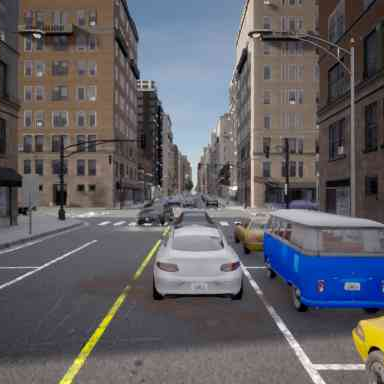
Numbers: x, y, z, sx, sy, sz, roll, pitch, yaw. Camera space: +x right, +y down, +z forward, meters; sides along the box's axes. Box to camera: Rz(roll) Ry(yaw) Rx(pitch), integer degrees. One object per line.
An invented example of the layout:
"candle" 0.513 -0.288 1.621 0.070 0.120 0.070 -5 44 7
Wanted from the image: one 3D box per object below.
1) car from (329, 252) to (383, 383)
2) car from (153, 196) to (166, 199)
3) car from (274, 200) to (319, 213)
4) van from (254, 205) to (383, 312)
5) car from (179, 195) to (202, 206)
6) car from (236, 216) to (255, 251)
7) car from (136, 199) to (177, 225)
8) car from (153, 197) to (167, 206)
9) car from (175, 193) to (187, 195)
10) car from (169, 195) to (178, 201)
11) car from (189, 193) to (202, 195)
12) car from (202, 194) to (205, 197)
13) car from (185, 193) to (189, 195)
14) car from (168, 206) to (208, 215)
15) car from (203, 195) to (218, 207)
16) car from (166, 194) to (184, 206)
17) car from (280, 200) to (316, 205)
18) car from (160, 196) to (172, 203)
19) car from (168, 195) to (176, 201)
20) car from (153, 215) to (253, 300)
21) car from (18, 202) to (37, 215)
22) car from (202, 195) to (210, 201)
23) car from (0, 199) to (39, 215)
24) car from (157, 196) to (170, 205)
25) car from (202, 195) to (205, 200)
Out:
"car" 2.679 1.526 1.905 1.752 1.417 4.829 1 0 0
"car" -5.458 1.587 50.863 1.802 1.307 4.206 1 0 1
"car" 12.180 1.670 38.813 4.674 1.442 1.812 0 -1 1
"van" 2.689 1.342 7.409 1.690 1.788 3.998 1 0 0
"car" -0.148 1.552 49.060 2.033 1.411 5.357 0 0 7
"car" 2.696 1.527 13.252 1.752 1.417 4.829 1 0 0
"car" -2.601 1.509 23.884 1.837 1.490 4.892 -2 0 7
"car" -5.379 1.571 56.392 1.947 1.339 4.313 1 0 1
"car" -2.515 1.482 61.849 1.882 1.535 5.008 0 0 1
"car" -4.905 1.565 89.564 1.947 1.339 4.313 1 0 1
"car" 0.781 1.541 78.056 2.033 1.411 5.357 0 0 1
"car" 3.225 1.554 61.805 2.008 1.369 4.403 1 0 1
"car" -2.306 1.358 71.976 2.097 1.767 4.553 0 0 1
"car" 0.115 1.566 15.594 1.994 1.385 4.181 0 0 0
"car" 3.067 1.570 50.745 1.947 1.339 4.313 1 0 1
"car" -2.678 1.483 52.189 1.882 1.535 5.008 0 0 1
"car" 10.914 1.628 35.466 4.674 1.442 1.812 0 -1 -1
"car" -5.221 1.548 67.449 1.887 1.381 4.507 1 0 1
"car" -4.986 1.526 83.866 1.752 1.417 4.829 1 0 1
"car" 0.088 1.527 8.258 1.812 1.442 4.674 0 0 -1
"car" -16.505 1.443 29.056 4.718 1.301 1.895 0 -1 1
"car" 3.620 1.548 89.456 2.008 1.369 4.403 1 0 1
"car" -18.046 1.411 32.323 5.357 1.411 2.033 0 -1 0
"car" -5.300 1.555 61.920 2.008 1.369 4.403 1 0 1
"car" 3.146 1.548 56.275 1.887 1.381 4.507 1 0 1
